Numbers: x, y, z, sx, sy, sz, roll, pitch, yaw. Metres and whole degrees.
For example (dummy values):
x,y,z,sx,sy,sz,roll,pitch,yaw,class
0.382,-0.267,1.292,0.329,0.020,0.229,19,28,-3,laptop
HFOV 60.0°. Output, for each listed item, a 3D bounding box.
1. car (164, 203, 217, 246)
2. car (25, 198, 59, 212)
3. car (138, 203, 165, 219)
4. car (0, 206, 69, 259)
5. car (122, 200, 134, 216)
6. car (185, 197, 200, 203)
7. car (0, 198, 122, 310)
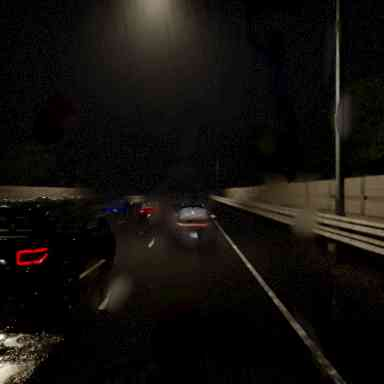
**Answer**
x,y,z,sx,sy,sz,roll,pitch,yaw,class
0.089,1.495,15.350,2.128,1.511,4.902,0,0,0,car
-17.601,1.511,39.335,1.837,1.490,4.892,0,0,0,car
-3.416,1.606,29.023,1.895,1.301,4.718,0,0,0,car
-6.918,1.480,13.671,1.882,1.535,5.008,0,0,0,car
-6.914,1.483,32.223,1.882,1.535,5.008,0,0,0,car
0.085,1.510,30.777,1.837,1.490,4.892,0,0,0,car
-3.427,1.224,7.961,2.150,2.045,5.566,0,0,0,car
